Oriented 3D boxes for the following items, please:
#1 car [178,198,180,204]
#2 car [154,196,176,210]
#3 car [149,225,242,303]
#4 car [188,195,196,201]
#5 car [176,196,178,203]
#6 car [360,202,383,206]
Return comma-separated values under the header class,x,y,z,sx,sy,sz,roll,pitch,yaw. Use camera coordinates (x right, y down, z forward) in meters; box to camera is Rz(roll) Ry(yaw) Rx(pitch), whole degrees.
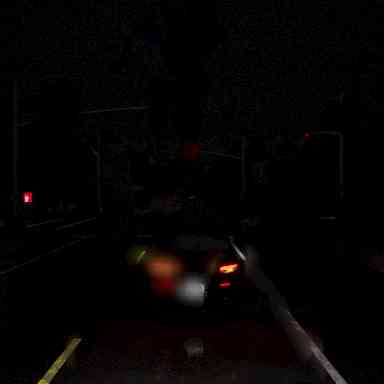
class,x,y,z,sx,sy,sz,roll,pitch,yaw
car,-3.475,1.526,66.051,1.812,1.442,4.674,0,0,0
car,-3.555,1.352,42.389,2.097,1.767,4.553,0,0,2
car,0.080,1.526,8.092,1.812,1.442,4.674,0,0,0
car,0.069,1.525,80.886,2.128,1.511,4.902,0,0,0
car,-3.548,1.526,52.222,1.812,1.442,4.674,0,0,0
car,15.563,1.528,28.655,5.357,1.411,2.033,0,0,-6
